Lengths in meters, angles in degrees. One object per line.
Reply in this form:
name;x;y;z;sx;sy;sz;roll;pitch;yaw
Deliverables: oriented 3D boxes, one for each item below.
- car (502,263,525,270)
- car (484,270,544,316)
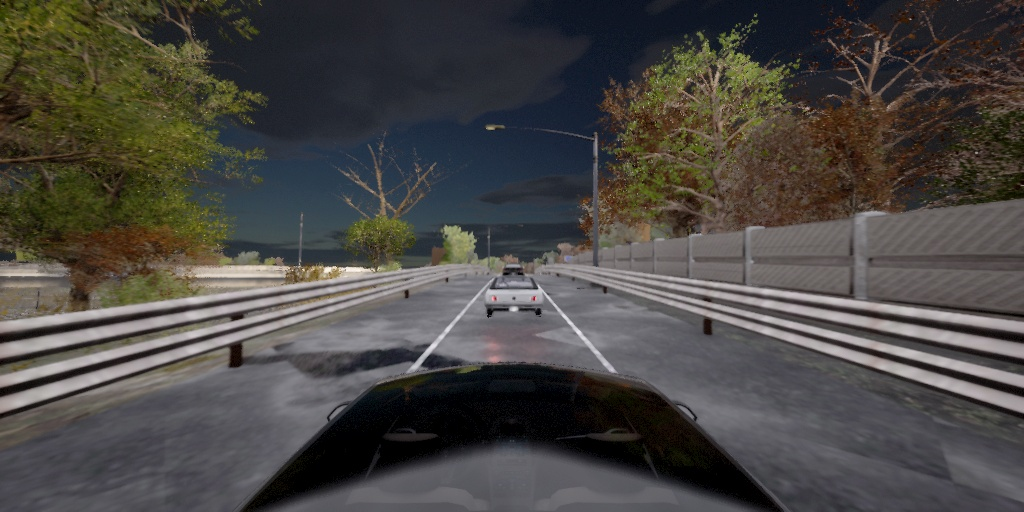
car;0.126;1.364;32.319;1.882;1.535;5.008;0;-1;0
car;0.075;1.363;13.352;1.895;1.301;4.718;0;0;0
